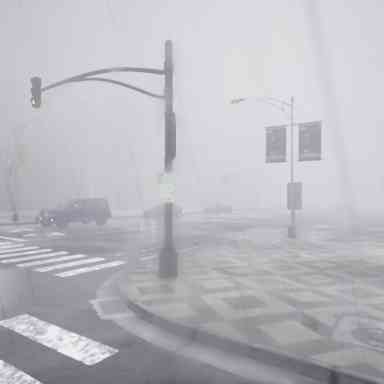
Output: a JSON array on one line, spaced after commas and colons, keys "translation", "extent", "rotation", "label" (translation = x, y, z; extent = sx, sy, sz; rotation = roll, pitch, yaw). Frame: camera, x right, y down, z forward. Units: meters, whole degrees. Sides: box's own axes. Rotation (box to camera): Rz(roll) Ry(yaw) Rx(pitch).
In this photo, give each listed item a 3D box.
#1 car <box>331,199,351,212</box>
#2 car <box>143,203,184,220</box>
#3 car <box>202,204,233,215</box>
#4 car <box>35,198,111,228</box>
[{"translation": [24.580, 2.381, 54.078], "extent": [2.128, 1.511, 4.902], "rotation": [0, -1, 35], "label": "car"}, {"translation": [-2.738, 1.890, 32.633], "extent": [1.837, 1.490, 4.892], "rotation": [0, -1, 36], "label": "car"}, {"translation": [3.190, 2.135, 41.014], "extent": [1.895, 1.301, 4.718], "rotation": [0, -1, 35], "label": "car"}, {"translation": [-8.512, 1.461, 24.466], "extent": [2.150, 2.045, 5.566], "rotation": [0, -1, 35], "label": "car"}]
